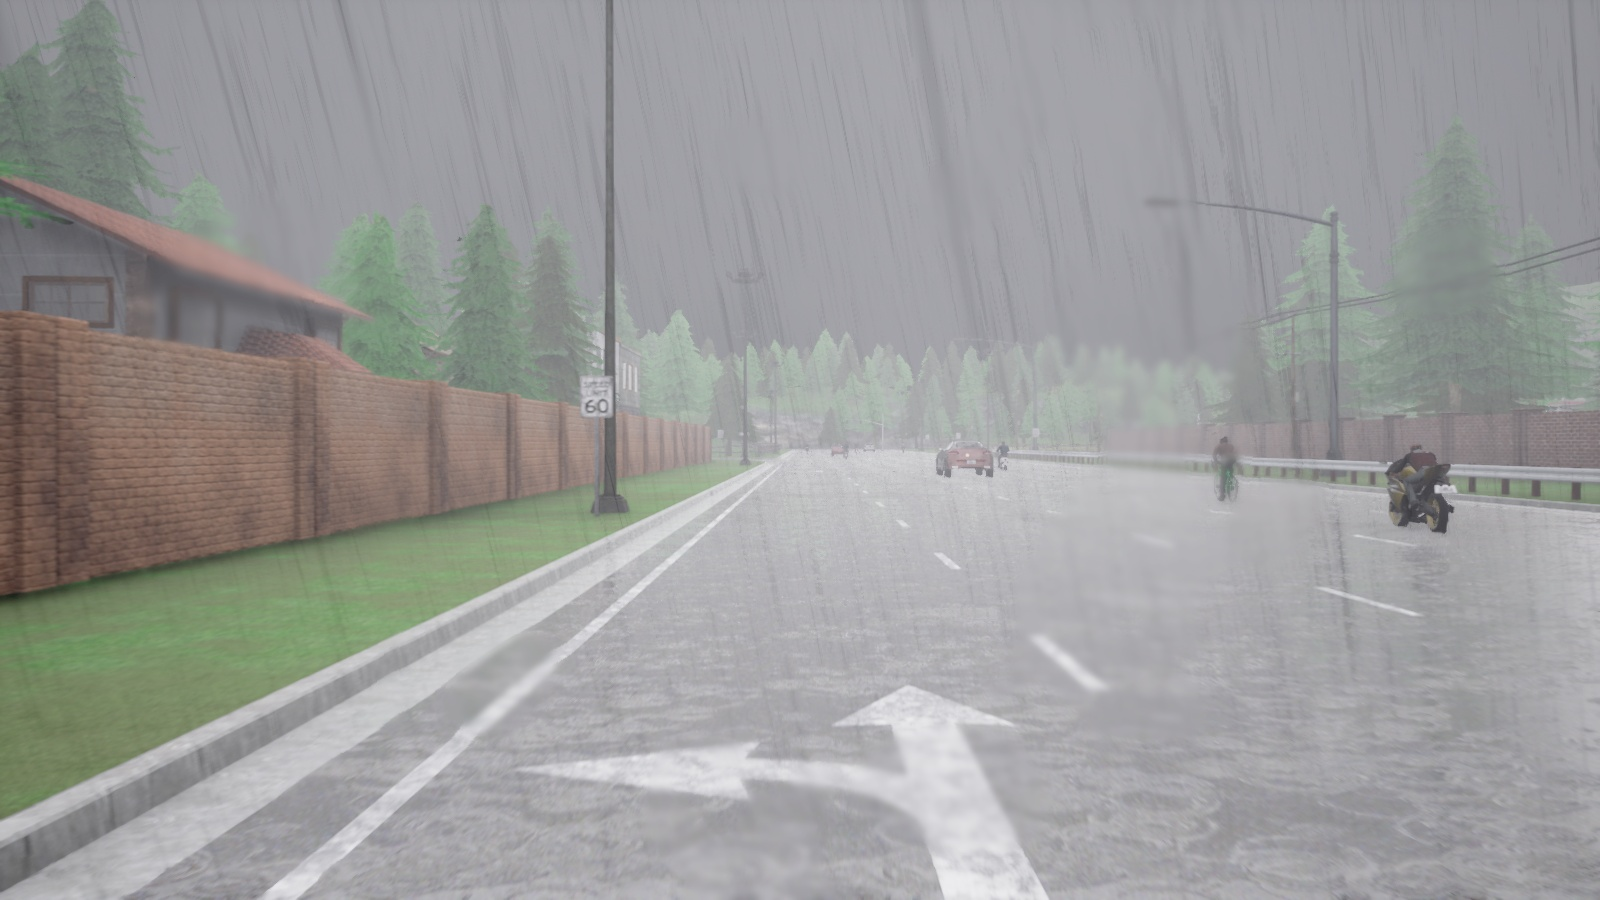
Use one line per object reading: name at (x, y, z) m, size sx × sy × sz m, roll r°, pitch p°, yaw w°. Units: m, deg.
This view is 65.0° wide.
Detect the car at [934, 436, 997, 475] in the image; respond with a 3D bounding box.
car at (7.334, 0.215, 56.162) m, size 2.152 × 1.651 × 5.027 m, roll 0°, pitch 0°, yaw 0°

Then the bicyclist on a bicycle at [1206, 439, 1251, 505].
bicyclist on a bicycle at (10.692, 0.531, 31.391) m, size 0.582 × 1.620 × 1.656 m, roll 0°, pitch 0°, yaw 0°

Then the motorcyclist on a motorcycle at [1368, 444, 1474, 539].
motorcyclist on a motorcycle at (10.591, 0.669, 21.503) m, size 0.866 × 1.530 × 2.191 m, roll 0°, pitch 0°, yaw 4°
